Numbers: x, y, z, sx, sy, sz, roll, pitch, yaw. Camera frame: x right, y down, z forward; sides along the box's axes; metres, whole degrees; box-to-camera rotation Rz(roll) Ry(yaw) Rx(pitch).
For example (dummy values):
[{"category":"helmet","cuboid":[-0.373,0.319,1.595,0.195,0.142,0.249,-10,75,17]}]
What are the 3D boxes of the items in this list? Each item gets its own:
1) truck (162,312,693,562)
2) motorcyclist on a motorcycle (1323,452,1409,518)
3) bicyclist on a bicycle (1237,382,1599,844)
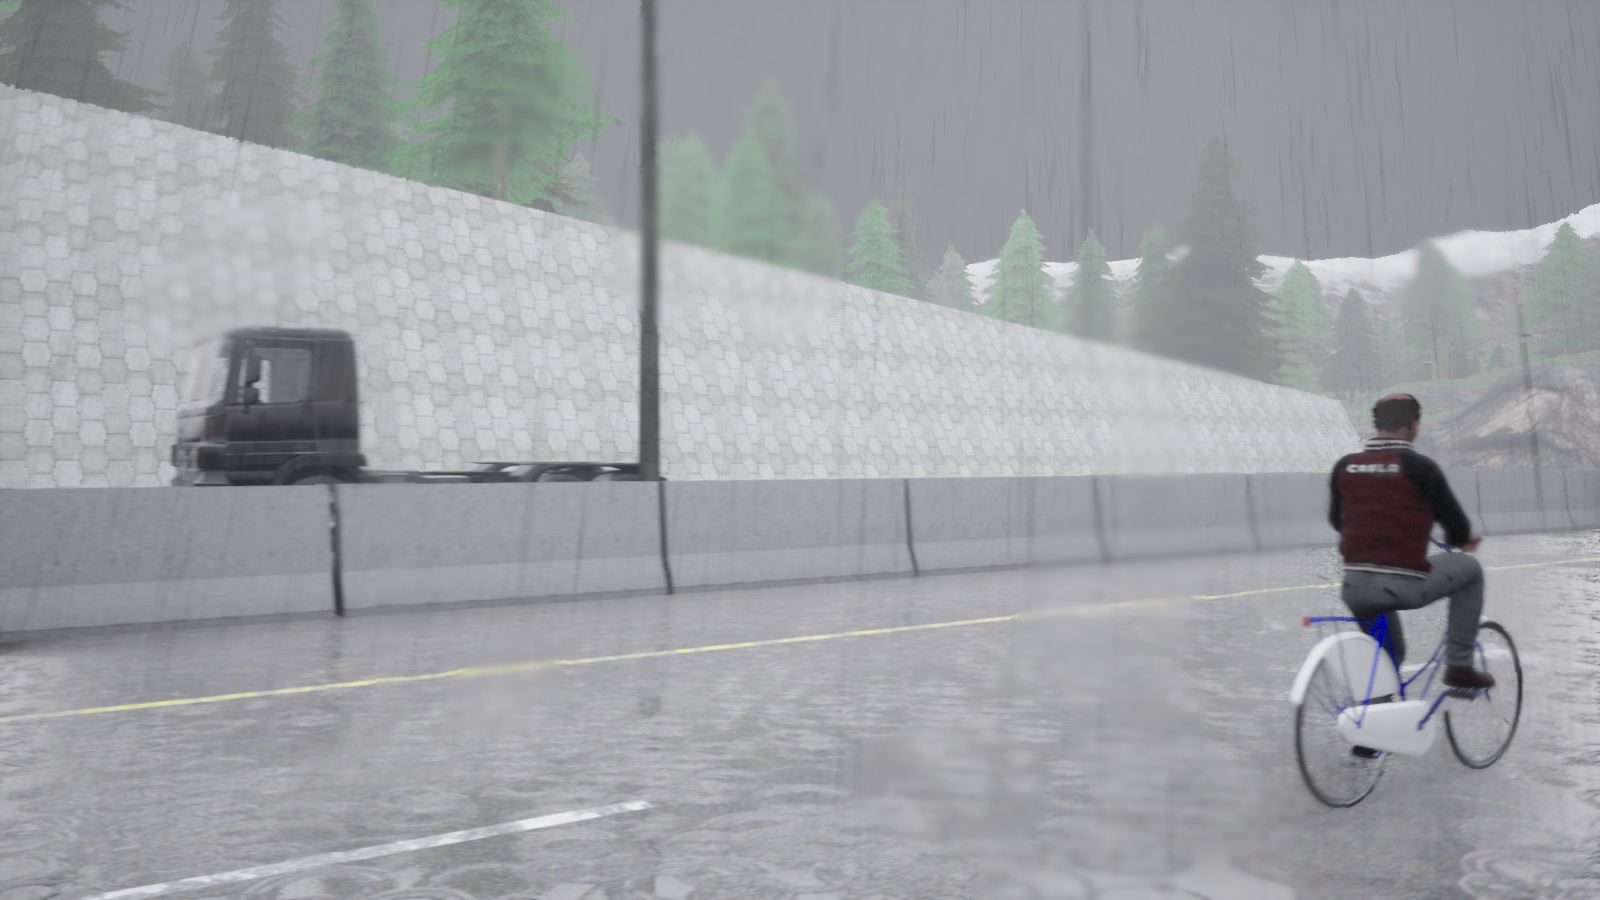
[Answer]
[{"category":"truck","cuboid":[-5.960,-0.173,20.836,7.936,3.462,2.891,0,0,-35]},{"category":"motorcyclist on a motorcycle","cuboid":[13.620,0.825,30.196,2.191,1.530,0.866,0,0,-35]},{"category":"bicyclist on a bicycle","cuboid":[2.813,0.623,5.617,1.843,1.776,0.659,0,0,-35]}]
